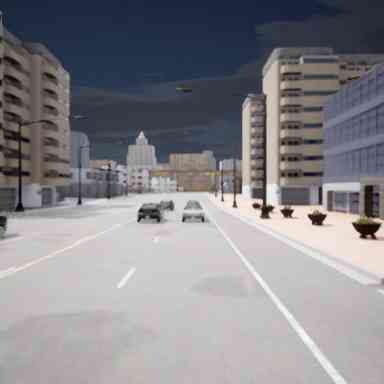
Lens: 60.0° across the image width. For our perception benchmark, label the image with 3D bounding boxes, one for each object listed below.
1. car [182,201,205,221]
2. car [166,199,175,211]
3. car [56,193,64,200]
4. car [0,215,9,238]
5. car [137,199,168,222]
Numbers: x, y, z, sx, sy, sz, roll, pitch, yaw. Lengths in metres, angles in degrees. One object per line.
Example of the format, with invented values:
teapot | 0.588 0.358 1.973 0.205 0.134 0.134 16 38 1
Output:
car | 0.115 1.750 28.708 1.895 1.301 4.718 0 0 0
car | -3.355 1.724 45.052 2.128 1.511 4.902 0 0 0
car | -29.378 0.968 72.552 1.970 1.475 3.806 0 2 0
car | -10.500 1.553 15.250 1.882 1.535 5.008 0 -1 1
car | -3.389 1.651 27.866 1.837 1.490 4.892 0 0 0
